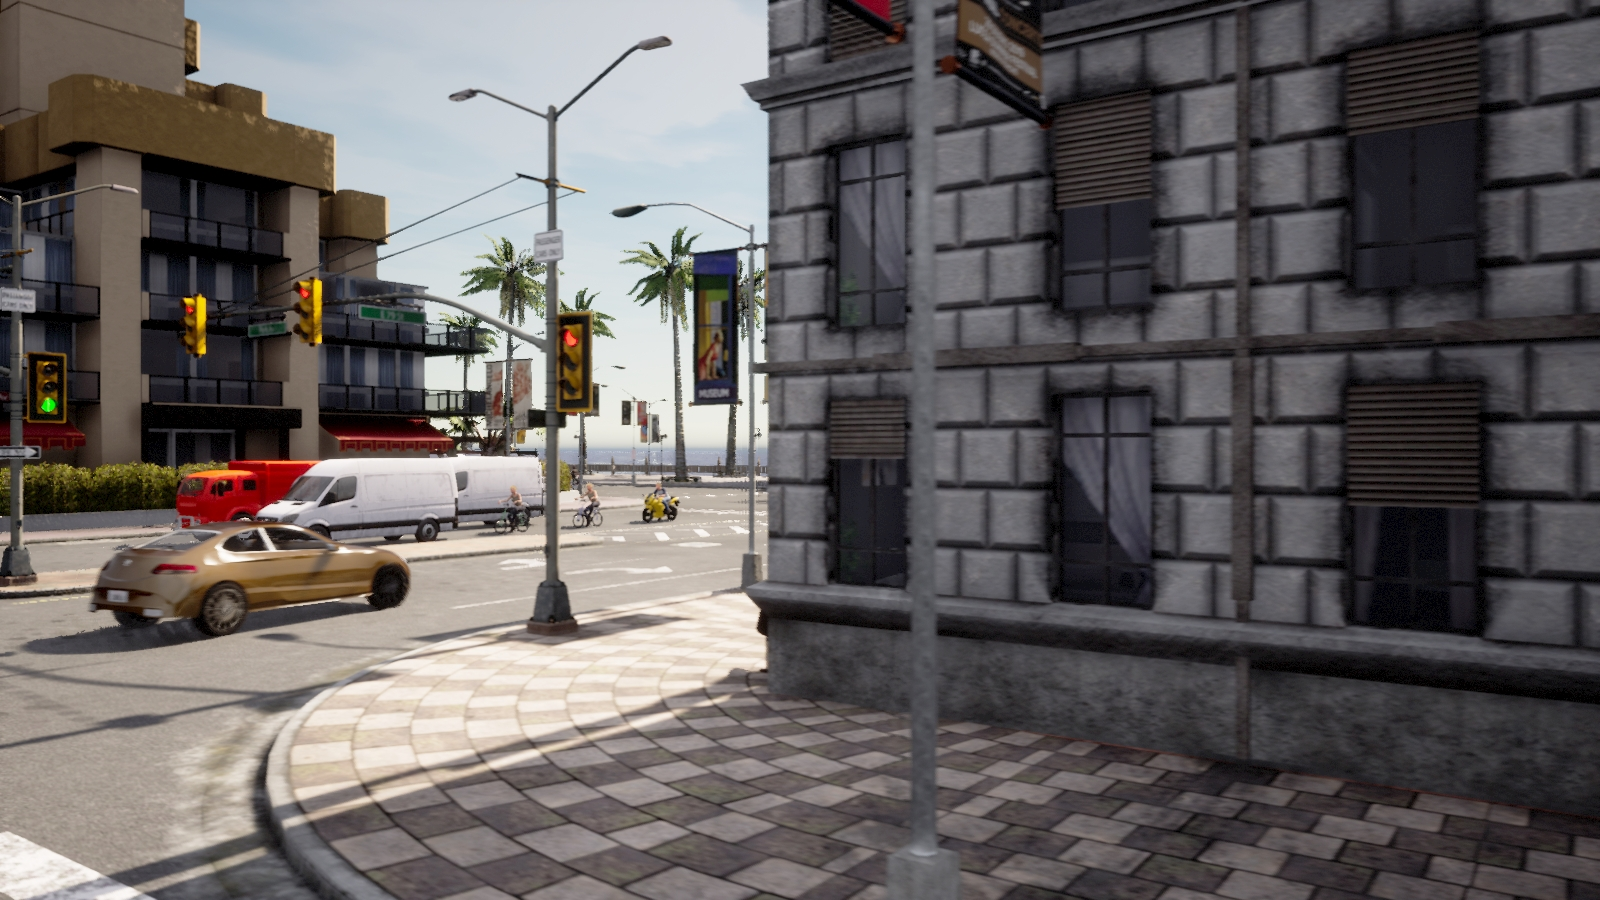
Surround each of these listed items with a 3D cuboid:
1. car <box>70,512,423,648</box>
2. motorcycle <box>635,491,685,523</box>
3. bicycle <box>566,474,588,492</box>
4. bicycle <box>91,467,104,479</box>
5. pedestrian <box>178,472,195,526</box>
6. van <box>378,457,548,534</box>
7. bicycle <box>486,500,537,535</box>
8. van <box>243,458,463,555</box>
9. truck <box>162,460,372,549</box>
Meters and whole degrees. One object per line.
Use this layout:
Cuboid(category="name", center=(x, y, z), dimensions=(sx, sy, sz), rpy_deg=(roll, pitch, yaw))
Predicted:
Cuboid(category="car", center=(-8.892, 1.992, 18.942), dimensions=(2.152, 1.651, 5.027), rpy_deg=(0, 0, 25))
Cuboid(category="motorcycle", center=(-5.430, 2.213, 44.397), dimensions=(0.803, 1.145, 2.033), rpy_deg=(0, 0, 35))
Cuboid(category="bicycle", center=(-15.061, 2.210, 77.141), dimensions=(1.835, 1.171, 0.329), rpy_deg=(0, 0, 35))
Cuboid(category="bicycle", center=(-67.169, 2.211, 109.261), dimensions=(1.835, 1.171, 0.329), rpy_deg=(0, 0, 36))
Cuboid(category="pedestrian", center=(-21.452, 1.696, 39.963), dimensions=(0.375, 1.860, 0.375), rpy_deg=(0, 0, 33))
Cuboid(category="van", center=(-11.980, 1.535, 41.085), dimensions=(1.988, 2.561, 5.915), rpy_deg=(0, 0, 35))
Cuboid(category="bicycle", center=(-9.679, 2.256, 38.357), dimensions=(0.859, 1.080, 1.487), rpy_deg=(0, 0, 35))
Cuboid(category="van", center=(-12.978, 1.535, 33.626), dimensions=(1.988, 2.561, 5.915), rpy_deg=(0, 0, 35))
Cuboid(category="truck", center=(-16.240, 1.568, 35.082), dimensions=(2.627, 2.467, 5.204), rpy_deg=(0, 0, 35))
